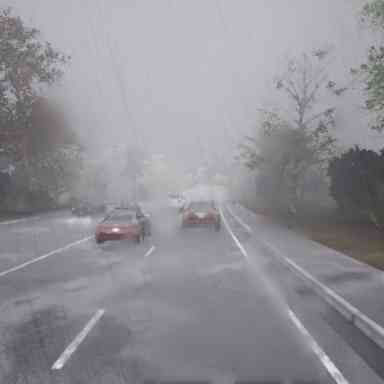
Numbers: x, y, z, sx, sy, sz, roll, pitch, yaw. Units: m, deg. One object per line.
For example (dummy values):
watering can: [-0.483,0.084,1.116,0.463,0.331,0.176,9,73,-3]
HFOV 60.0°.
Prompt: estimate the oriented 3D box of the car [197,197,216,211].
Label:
car: [1.781,1.400,40.087,2.128,1.511,4.902,0,0,4]

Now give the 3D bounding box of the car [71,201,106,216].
car: [-9.550,1.523,31.215,1.895,1.301,4.718,0,0,4]

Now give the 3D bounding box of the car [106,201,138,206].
car: [-6.060,1.526,30.931,1.895,1.301,4.718,0,0,4]

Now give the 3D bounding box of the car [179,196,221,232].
car: [0.580,1.307,19.802,2.097,1.767,4.553,0,0,2]

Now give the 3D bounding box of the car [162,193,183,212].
car: [-1.949,1.135,37.104,2.150,2.045,5.566,0,0,4]

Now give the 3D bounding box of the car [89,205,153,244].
car: [-3.078,1.526,15.716,1.994,1.385,4.181,0,0,2]
